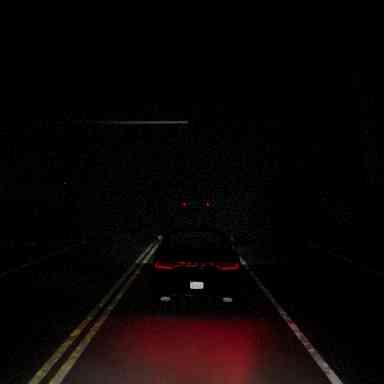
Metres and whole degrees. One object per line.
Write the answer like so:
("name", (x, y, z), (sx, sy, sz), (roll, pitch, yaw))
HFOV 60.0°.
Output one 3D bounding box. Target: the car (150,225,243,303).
("car", (0.094, 1.593, 8.568), (1.882, 1.535, 5.008), (1, -1, 0))
